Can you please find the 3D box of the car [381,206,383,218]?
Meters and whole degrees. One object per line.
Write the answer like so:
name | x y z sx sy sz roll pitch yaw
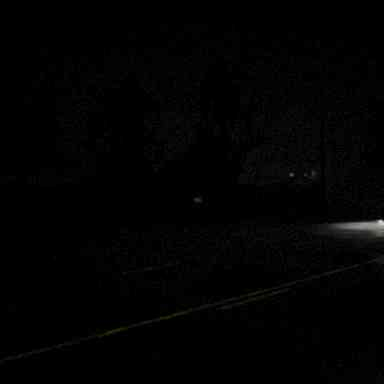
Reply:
car | 15.080 1.093 23.218 4.902 1.511 2.128 -1 1 -35
